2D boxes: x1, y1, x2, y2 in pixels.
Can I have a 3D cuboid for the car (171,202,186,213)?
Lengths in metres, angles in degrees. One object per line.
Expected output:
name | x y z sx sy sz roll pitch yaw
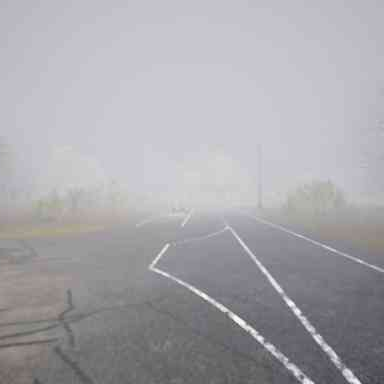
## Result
car | -1.842 2.117 46.403 2.128 1.511 4.902 0 -1 2
